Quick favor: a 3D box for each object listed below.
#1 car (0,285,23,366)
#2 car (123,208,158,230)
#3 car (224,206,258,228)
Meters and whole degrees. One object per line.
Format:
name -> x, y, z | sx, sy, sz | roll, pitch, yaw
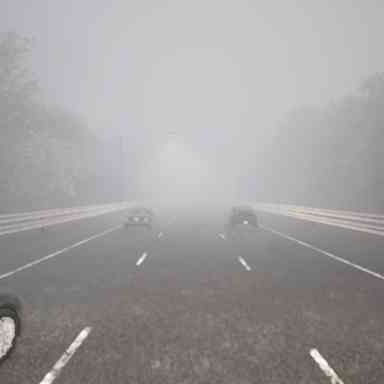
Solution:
car -> -3.405, 1.539, 2.961 | 1.837, 1.490, 4.892 | 0, -1, 0
car -> -3.499, 1.801, 23.210 | 2.033, 1.411, 5.357 | 0, -1, -1
car -> 3.491, 1.769, 24.148 | 1.837, 1.490, 4.892 | 0, -1, -1
